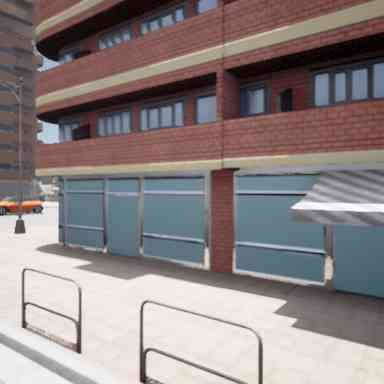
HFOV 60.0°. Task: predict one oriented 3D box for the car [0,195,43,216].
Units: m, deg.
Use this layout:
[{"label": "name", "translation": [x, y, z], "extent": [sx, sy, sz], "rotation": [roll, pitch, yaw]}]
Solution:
[{"label": "car", "translation": [-15.965, 1.138, 30.001], "extent": [2.097, 1.767, 4.553], "rotation": [0, 0, 36]}]
